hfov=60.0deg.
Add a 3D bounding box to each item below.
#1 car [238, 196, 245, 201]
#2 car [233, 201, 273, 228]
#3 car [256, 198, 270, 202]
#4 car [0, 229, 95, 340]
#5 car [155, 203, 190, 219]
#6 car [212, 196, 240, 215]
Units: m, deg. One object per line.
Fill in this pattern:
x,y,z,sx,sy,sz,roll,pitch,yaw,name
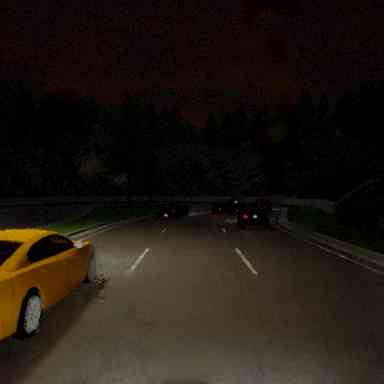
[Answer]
5.988,1.352,44.144,2.097,1.767,4.553,0,0,12,car
4.035,1.547,22.406,2.033,1.411,5.357,0,0,5,car
8.389,1.504,39.152,1.837,1.490,4.892,0,0,16,car
-3.398,1.477,6.582,1.882,1.535,5.008,0,0,0,car
-1.586,1.601,29.491,1.895,1.301,4.718,0,0,14,car
3.321,1.477,34.013,1.882,1.535,5.008,0,0,16,car
